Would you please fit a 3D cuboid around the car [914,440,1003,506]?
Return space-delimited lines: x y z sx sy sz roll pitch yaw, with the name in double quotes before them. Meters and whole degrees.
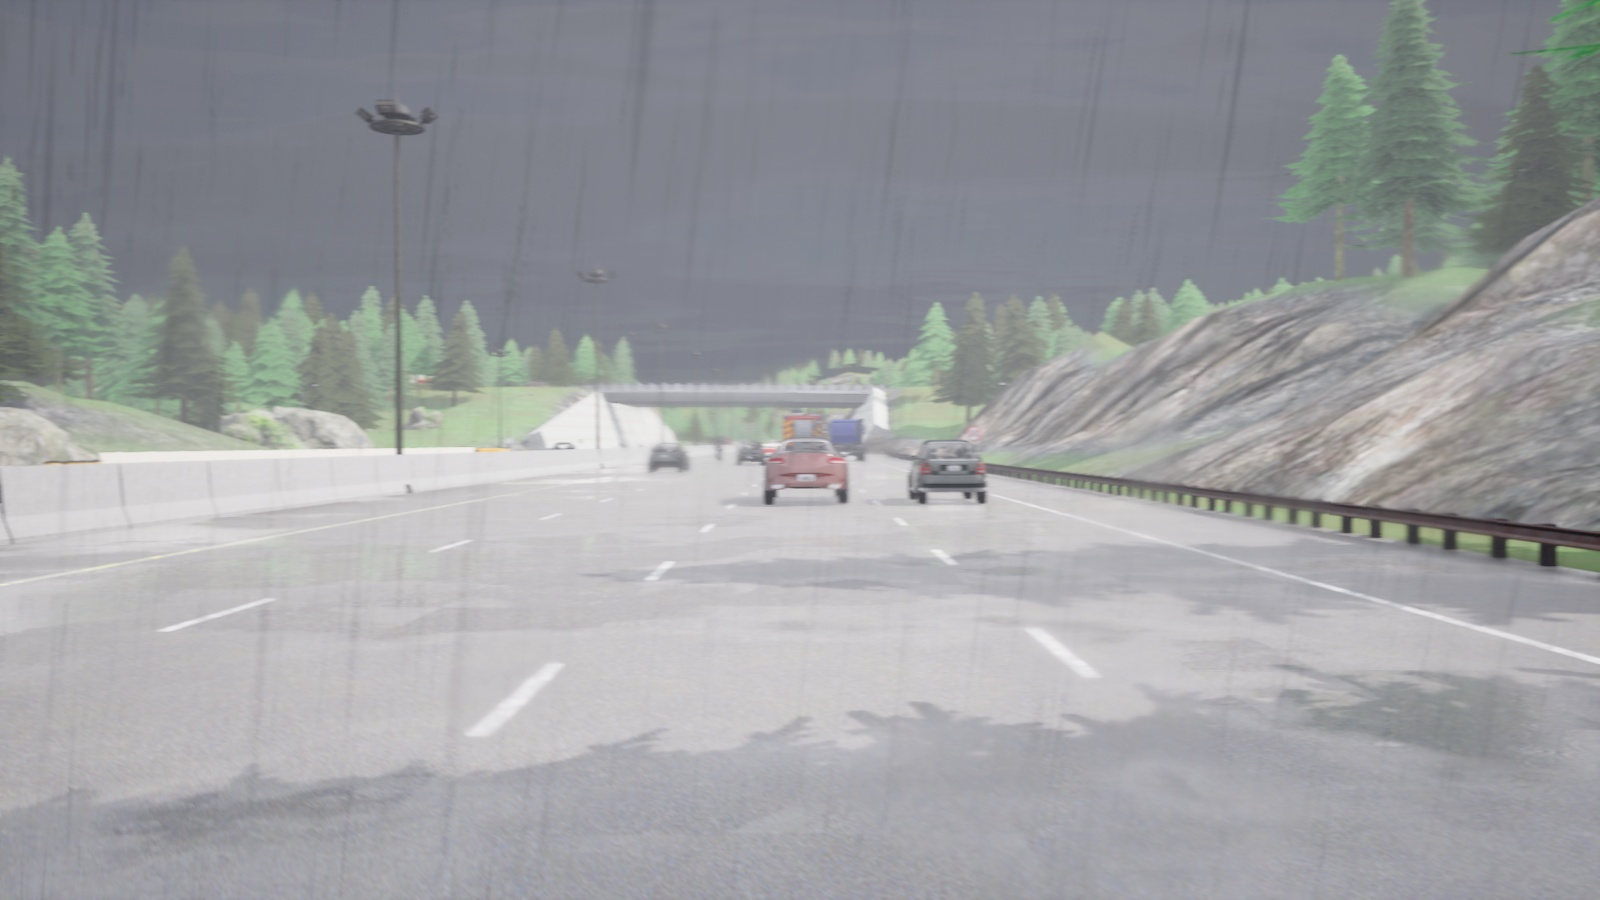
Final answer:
"car" 3.904 0.519 31.494 1.789 1.549 3.705 0 0 1

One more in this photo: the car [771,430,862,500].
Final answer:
"car" 0.423 0.332 32.217 2.152 1.651 5.027 0 0 1

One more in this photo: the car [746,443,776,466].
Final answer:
"car" -2.573 0.277 83.869 1.816 1.474 4.193 0 0 1

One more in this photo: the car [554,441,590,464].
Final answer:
"car" -16.502 0.189 91.024 1.851 1.617 3.988 0 0 1

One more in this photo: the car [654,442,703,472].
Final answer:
"car" -6.260 0.340 65.125 2.007 1.525 4.514 0 0 1

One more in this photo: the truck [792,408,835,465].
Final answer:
"truck" 0.974 -0.948 88.775 2.891 3.827 8.468 0 0 1
